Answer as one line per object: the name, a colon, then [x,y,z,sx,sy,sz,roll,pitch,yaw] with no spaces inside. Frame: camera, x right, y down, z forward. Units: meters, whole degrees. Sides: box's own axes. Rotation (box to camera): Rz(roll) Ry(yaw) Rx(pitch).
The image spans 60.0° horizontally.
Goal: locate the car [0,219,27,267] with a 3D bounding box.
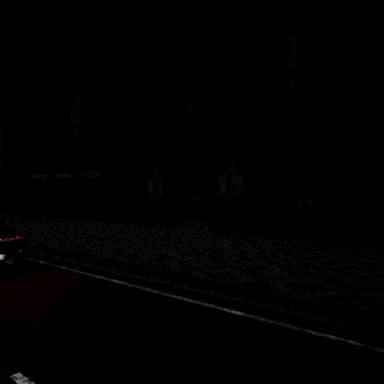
car: [-6.933,1.506,10.254,4.902,1.511,2.128,0,0,39]
